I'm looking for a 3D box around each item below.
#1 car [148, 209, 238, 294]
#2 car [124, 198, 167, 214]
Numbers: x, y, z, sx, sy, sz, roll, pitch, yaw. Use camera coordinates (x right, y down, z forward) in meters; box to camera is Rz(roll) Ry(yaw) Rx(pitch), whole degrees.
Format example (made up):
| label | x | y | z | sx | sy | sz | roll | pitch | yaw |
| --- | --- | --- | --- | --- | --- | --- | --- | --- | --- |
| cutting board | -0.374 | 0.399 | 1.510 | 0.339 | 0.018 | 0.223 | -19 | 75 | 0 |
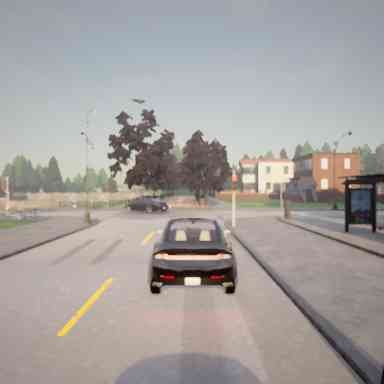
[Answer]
| label | x | y | z | sx | sy | sz | roll | pitch | yaw |
| --- | --- | --- | --- | --- | --- | --- | --- | --- | --- |
| car | 0.031 | 1.425 | 8.585 | 2.128 | 1.511 | 4.902 | 0 | 0 | 0 |
| car | -4.444 | 1.282 | 31.998 | 4.674 | 1.442 | 1.812 | 0 | 0 | 37 |
